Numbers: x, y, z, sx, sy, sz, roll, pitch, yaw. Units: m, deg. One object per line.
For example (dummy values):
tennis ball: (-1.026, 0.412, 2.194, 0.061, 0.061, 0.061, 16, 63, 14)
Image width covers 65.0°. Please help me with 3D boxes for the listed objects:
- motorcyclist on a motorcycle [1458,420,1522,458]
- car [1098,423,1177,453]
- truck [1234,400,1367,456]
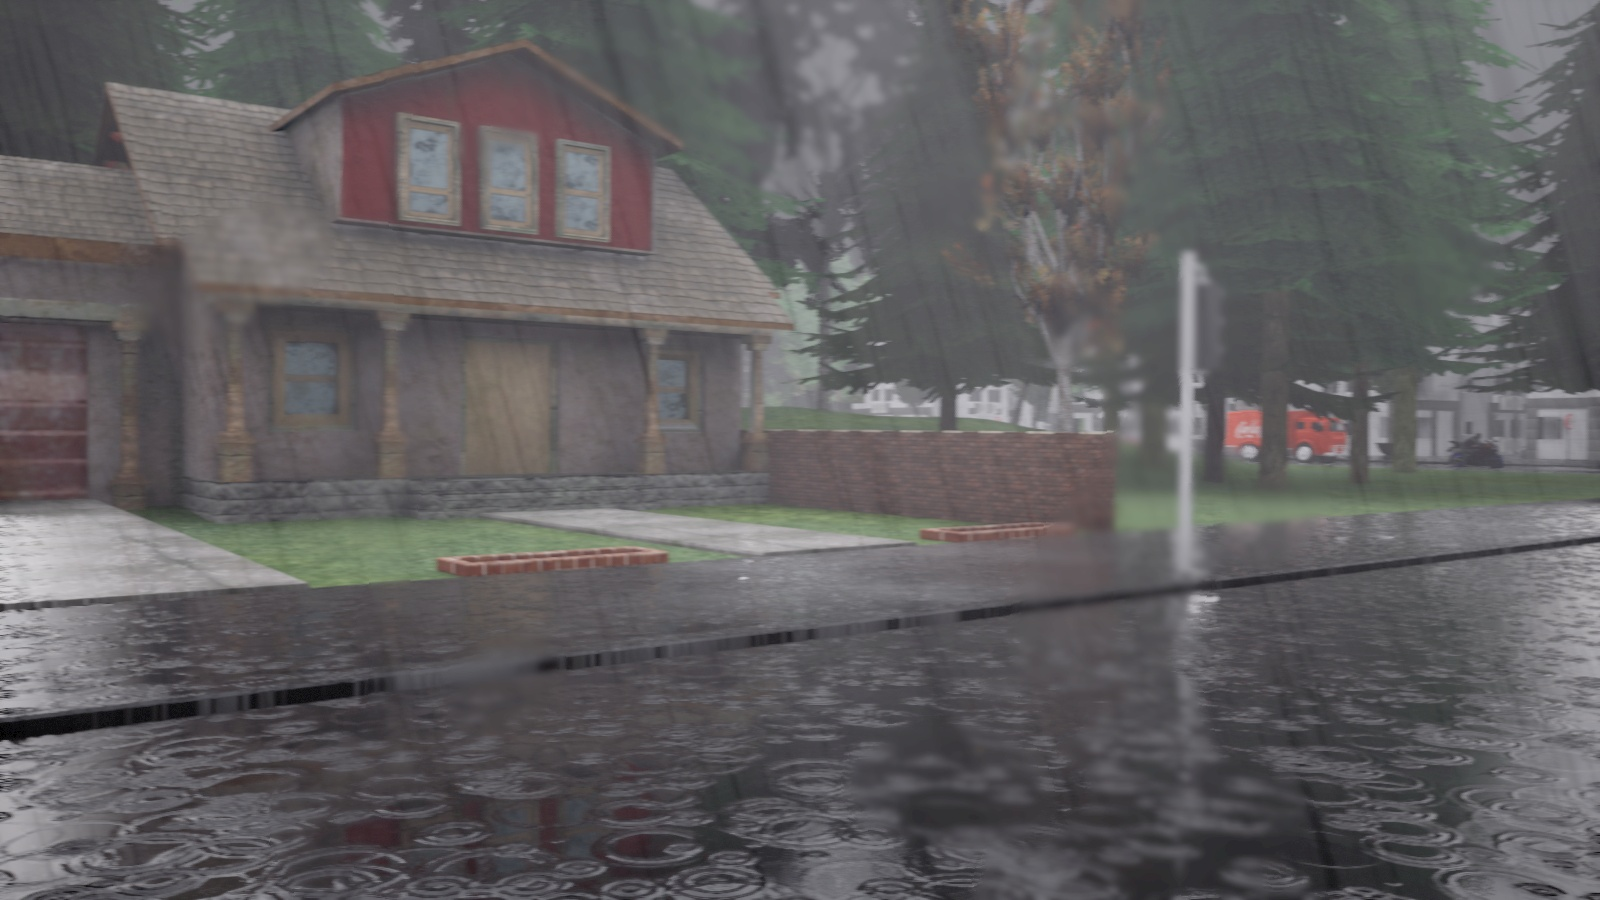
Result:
motorcyclist on a motorcycle: (28.588, -0.445, 52.060, 0.866, 1.530, 2.191, -1, 1, -37)
car: (17.777, -0.625, 66.278, 1.789, 1.549, 3.705, -1, 1, -37)
truck: (23.396, -1.026, 58.862, 2.627, 2.467, 5.204, -1, 1, -37)
